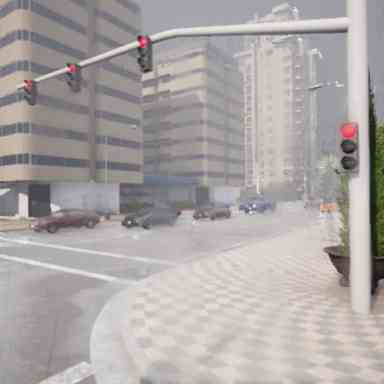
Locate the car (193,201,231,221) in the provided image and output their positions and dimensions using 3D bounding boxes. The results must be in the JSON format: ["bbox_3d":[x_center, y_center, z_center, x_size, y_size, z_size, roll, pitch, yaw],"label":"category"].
[{"bbox_3d":[1.859,1.802,30.205,1.994,1.385,4.181,-1,0,36],"label":"car"}]

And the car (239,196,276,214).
[{"bbox_3d":[8.022,1.458,38.980,2.150,2.045,5.566,-1,0,36],"label":"car"}]

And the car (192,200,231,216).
[{"bbox_3d":[2.254,1.756,36.868,1.882,1.535,5.008,-1,0,35],"label":"car"}]

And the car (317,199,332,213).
[{"bbox_3d":[16.484,1.504,38.527,2.097,1.767,4.553,-1,0,35],"label":"car"}]

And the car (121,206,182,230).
[{"bbox_3d":[-2.959,1.803,23.369,1.994,1.385,4.181,-1,0,35],"label":"car"}]

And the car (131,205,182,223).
[{"bbox_3d":[-3.029,1.880,29.358,1.895,1.301,4.718,-1,0,35],"label":"car"}]

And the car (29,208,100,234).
[{"bbox_3d":[-8.243,1.805,21.901,1.812,1.442,4.674,-1,0,35],"label":"car"}]

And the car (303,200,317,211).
[{"bbox_3d":[16.539,1.740,44.694,2.033,1.411,5.357,-1,0,35],"label":"car"}]
